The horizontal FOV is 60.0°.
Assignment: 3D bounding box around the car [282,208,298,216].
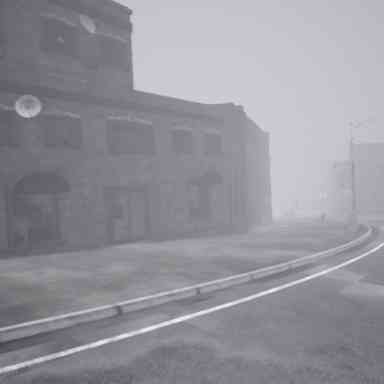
[{"bbox_3d":[20.268,4.073,68.979,2.097,1.767,4.553,-3,-3,-3],"label":"car"}]
